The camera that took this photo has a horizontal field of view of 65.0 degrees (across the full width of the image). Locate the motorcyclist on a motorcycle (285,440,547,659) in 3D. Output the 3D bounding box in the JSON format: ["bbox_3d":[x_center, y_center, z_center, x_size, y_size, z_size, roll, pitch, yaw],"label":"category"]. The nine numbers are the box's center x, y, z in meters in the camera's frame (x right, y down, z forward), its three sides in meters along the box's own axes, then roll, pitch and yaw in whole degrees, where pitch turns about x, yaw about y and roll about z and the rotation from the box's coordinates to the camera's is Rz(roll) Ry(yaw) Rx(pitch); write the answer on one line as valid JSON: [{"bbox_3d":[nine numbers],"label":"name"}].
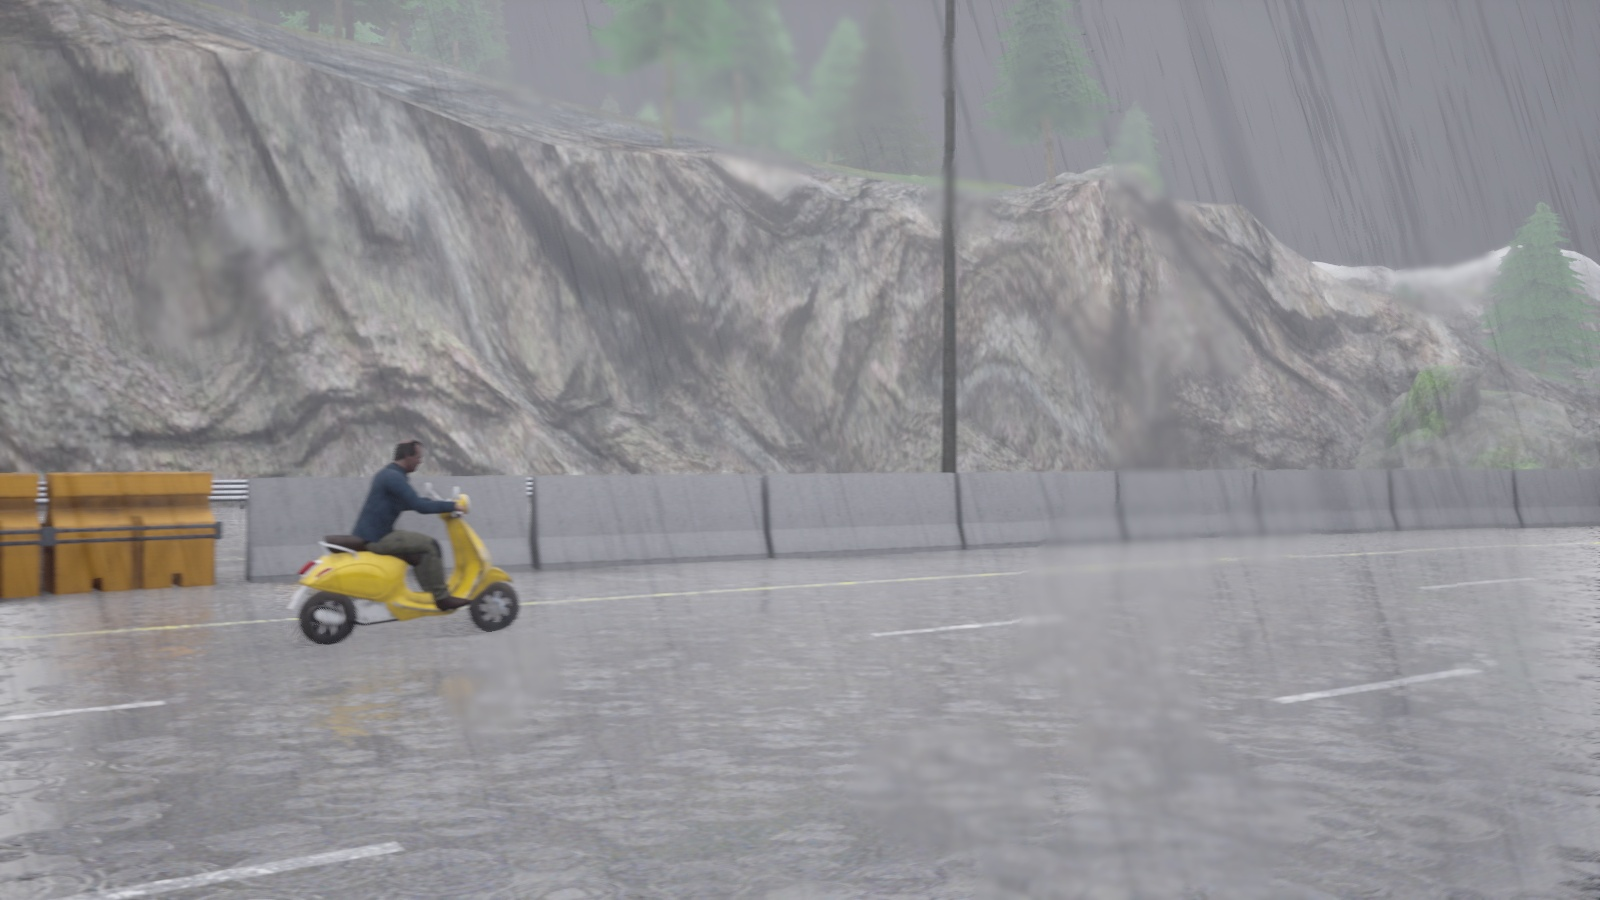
[{"bbox_3d":[-3.042,0.727,10.000,1.817,1.590,0.866,0,1,-33],"label":"motorcyclist on a motorcycle"}]
